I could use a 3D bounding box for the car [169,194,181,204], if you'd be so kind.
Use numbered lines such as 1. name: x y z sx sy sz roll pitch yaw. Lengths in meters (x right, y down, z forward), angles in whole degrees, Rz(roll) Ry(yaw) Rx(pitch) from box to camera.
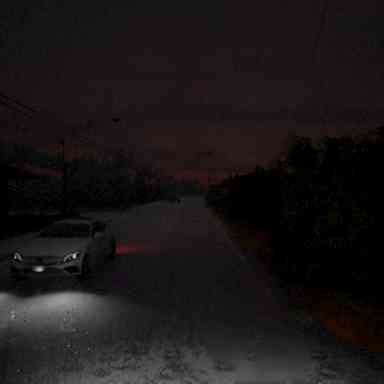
1. car: -3.499 1.334 67.901 2.150 2.045 5.566 0 0 0

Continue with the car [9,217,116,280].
1. car: -3.580 1.543 10.136 1.812 1.442 4.674 0 0 0
